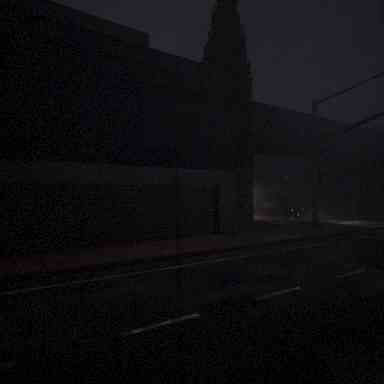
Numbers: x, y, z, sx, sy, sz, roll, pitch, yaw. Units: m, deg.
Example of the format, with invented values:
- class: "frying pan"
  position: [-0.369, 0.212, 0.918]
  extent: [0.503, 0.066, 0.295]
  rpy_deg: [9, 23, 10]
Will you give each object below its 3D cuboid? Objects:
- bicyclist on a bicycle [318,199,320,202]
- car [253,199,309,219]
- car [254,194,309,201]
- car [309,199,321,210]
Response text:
- class: "bicyclist on a bicycle"
  position: [16.223, 1.303, 43.263]
  extent: [1.656, 1.620, 0.582]
  rpy_deg: [0, 0, -37]
- class: "car"
  position: [7.632, 1.601, 29.727]
  extent: [1.895, 1.301, 4.718]
  rpy_deg: [0, 0, -37]
- class: "car"
  position: [8.695, 1.221, 34.158]
  extent: [2.150, 2.045, 5.566]
  rpy_deg: [0, 0, -36]
- class: "car"
  position: [13.123, 1.505, 40.152]
  extent: [1.837, 1.490, 4.892]
  rpy_deg: [0, 0, -36]
